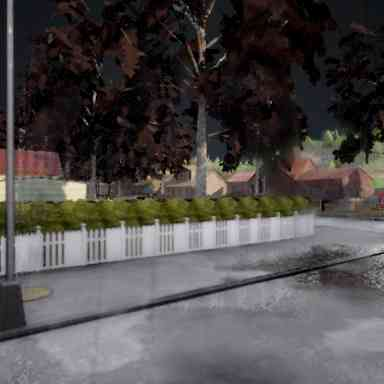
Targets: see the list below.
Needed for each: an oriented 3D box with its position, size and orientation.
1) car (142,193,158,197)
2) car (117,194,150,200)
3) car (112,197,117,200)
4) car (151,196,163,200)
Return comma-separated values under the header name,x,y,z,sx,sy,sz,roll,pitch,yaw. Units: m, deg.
name,x,y,z,sx,sy,sz,roll,pitch,yaw
car,-7.355,1.192,53.786,2.150,2.045,5.566,0,0,-35
car,-8.657,1.468,48.531,2.128,1.511,4.902,0,0,-35
car,-13.489,1.497,62.304,1.812,1.442,4.674,0,0,-36
car,-2.632,1.523,40.051,2.033,1.411,5.357,0,0,-36
